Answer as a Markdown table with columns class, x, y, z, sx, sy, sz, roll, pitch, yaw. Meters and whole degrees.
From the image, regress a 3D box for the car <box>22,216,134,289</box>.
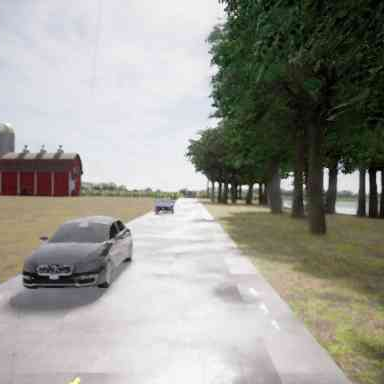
| class | x | y | z | sx | sy | sz | roll | pitch | yaw |
| --- | --- | --- | --- | --- | --- | --- | --- | --- | --- |
| car | -2.854 | 1.493 | 9.304 | 1.837 | 1.490 | 4.892 | 0 | 0 | 0 |

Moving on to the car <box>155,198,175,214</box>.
| class | x | y | z | sx | sy | sz | roll | pitch | yaw |
| --- | --- | --- | --- | --- | --- | --- | --- | --- | --- |
| car | -2.794 | 1.396 | 34.933 | 1.882 | 1.535 | 5.008 | 0 | 0 | 0 |
